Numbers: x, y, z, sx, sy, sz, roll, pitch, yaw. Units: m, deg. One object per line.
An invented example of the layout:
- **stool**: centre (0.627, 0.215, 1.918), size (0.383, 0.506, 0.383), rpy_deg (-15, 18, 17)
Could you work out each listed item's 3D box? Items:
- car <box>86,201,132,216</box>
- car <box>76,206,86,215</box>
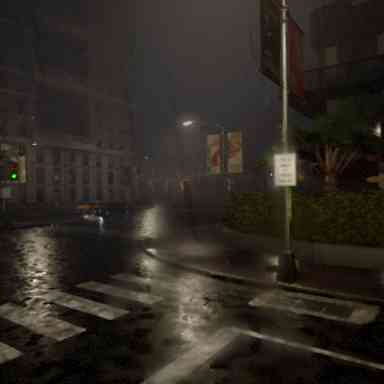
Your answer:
- **car**: centre (-8.884, 1.862, 37.147), size (1.837, 1.490, 4.892), rpy_deg (-1, -1, 36)
- **car**: centre (-11.381, 1.878, 39.690), size (1.882, 1.535, 5.008), rpy_deg (-1, -1, 35)
